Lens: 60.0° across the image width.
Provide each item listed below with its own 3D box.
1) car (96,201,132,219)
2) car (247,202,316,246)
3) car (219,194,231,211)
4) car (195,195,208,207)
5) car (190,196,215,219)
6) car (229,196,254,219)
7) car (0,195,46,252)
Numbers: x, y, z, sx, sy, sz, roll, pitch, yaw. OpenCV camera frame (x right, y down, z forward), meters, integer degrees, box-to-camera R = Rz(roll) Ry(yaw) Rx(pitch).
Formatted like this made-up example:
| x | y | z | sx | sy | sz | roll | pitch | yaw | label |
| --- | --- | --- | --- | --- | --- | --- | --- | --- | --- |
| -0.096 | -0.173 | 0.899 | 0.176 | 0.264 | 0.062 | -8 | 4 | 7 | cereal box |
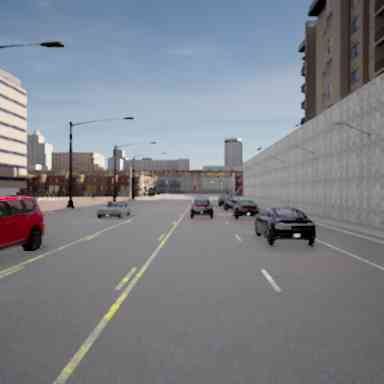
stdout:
| x | y | z | sx | sy | sz | roll | pitch | yaw | label |
| --- | --- | --- | --- | --- | --- | --- | --- | --- | --- |
| -6.324 | 1.439 | 27.318 | 1.895 | 1.301 | 4.718 | 0 | 0 | 2 | car |
| 4.024 | 1.428 | 15.001 | 2.128 | 1.511 | 4.902 | 0 | 0 | 1 | car |
| 4.577 | 1.313 | 37.661 | 2.128 | 1.511 | 4.902 | 0 | 0 | 2 | car |
| 1.391 | 1.262 | 48.373 | 1.837 | 1.490 | 4.892 | 0 | 1 | 2 | car |
| 0.839 | 1.351 | 27.794 | 2.128 | 1.511 | 4.902 | 0 | 0 | 2 | car |
| 4.316 | 1.379 | 27.259 | 1.837 | 1.490 | 4.892 | 0 | 0 | 2 | car |
| -6.817 | 1.145 | 10.687 | 2.150 | 2.045 | 5.566 | 0 | 0 | 2 | car |
